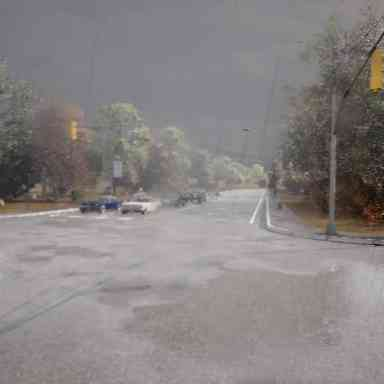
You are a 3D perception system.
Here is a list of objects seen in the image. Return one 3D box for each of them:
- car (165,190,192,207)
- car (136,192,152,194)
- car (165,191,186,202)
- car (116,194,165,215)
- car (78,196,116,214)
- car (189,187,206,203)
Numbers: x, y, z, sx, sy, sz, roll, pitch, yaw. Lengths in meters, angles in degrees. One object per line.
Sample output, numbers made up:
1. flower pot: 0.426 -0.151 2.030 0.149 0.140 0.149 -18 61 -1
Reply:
1. car: -1.937 0.816 35.810 2.128 1.511 4.902 1 1 13
2. car: -5.392 0.765 36.400 1.837 1.490 4.892 1 1 13
3. car: -2.353 0.637 49.635 1.994 1.385 4.181 1 1 14
4. car: -3.996 1.055 26.718 1.895 1.301 4.718 1 1 13
5. car: -7.409 0.987 27.490 1.895 1.301 4.718 1 1 13
6. car: 0.552 0.393 46.678 2.150 2.045 5.566 1 1 13
